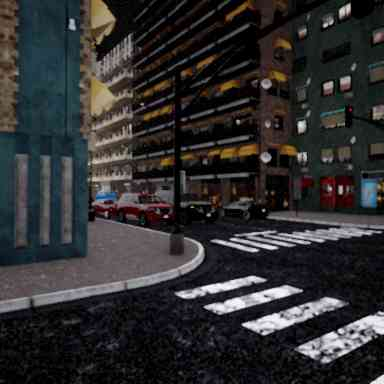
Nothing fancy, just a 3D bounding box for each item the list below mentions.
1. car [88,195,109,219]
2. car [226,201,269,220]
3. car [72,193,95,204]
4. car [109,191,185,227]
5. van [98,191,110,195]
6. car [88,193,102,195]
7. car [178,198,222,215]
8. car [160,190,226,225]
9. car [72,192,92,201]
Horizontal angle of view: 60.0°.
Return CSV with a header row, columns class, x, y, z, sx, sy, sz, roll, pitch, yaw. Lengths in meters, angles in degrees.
class,x,y,z,sx,sy,sz,roll,pitch,yaw
car,-6.185,1.166,25.035,1.887,1.381,4.507,1,0,-36
car,3.893,1.321,25.395,1.947,1.339,4.313,1,0,-36
car,-15.710,0.872,48.013,1.994,1.385,4.181,0,1,-35
car,-2.916,1.017,20.519,2.192,1.841,5.009,1,0,-36
van,-12.413,0.694,47.972,1.690,1.788,3.998,1,0,-36
car,-12.357,1.034,37.998,1.895,1.301,4.718,0,1,-36
car,0.630,1.257,29.910,1.802,1.307,4.206,1,0,-36
car,-0.641,0.941,21.765,2.150,2.045,5.566,0,1,-36
car,-18.942,0.738,57.002,1.887,1.381,4.507,1,0,-36
